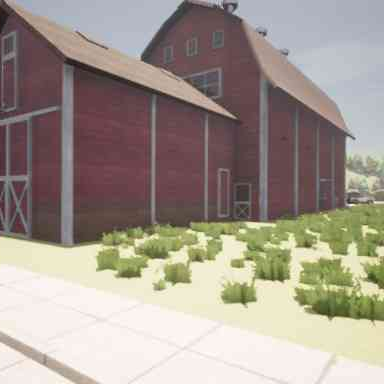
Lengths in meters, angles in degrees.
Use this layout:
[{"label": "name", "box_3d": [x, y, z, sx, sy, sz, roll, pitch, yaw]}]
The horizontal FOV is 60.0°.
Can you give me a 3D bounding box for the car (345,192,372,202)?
[{"label": "car", "box_3d": [24.847, 1.060, 49.709, 3.866, 1.878, 1.905, 2, -6, -7]}]
